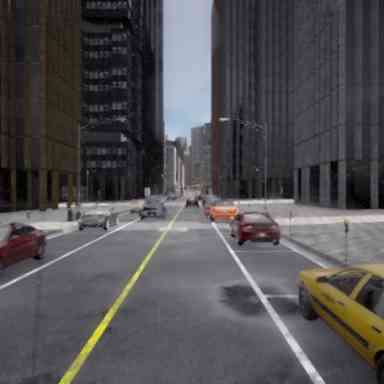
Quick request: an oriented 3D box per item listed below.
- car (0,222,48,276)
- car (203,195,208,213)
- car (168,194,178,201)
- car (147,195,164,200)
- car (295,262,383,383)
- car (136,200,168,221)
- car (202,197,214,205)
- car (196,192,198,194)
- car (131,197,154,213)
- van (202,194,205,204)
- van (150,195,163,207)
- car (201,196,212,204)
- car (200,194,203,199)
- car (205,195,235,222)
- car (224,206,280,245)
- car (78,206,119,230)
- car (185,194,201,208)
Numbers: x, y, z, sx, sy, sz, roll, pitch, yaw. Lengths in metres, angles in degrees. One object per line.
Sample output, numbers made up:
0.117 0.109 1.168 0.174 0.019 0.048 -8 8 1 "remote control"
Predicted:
-5.772 1.590 9.874 1.802 1.307 4.206 0 0 0 "car"
2.775 1.476 43.009 1.967 1.590 4.097 0 0 0 "car"
-5.744 1.416 92.162 2.192 1.841 5.009 0 0 0 "car"
-5.757 1.355 48.548 2.192 1.841 5.009 0 0 0 "car"
2.774 1.529 4.500 1.752 1.417 4.829 0 0 0 "car"
-3.087 1.587 27.683 1.994 1.385 4.181 0 0 0 "car"
2.776 1.602 59.584 2.008 1.369 4.403 0 0 0 "car"
2.781 1.416 92.151 2.192 1.841 5.009 0 0 0 "car"
-5.761 1.556 37.329 1.752 1.417 4.829 0 0 0 "car"
2.775 1.382 48.533 1.690 1.788 3.998 0 0 0 "van"
-5.755 1.387 54.073 1.690 1.788 3.998 0 0 0 "van"
2.776 1.603 65.110 1.887 1.381 4.507 0 0 0 "car"
2.775 1.361 54.059 2.192 1.841 5.009 0 0 0 "car"
2.397 1.374 26.343 2.097 1.767 4.553 0 0 0 "car"
2.774 1.557 15.381 1.887 1.381 4.507 0 0 0 "car"
-5.768 1.568 20.924 2.008 1.369 4.403 0 0 0 "car"
0.060 1.519 50.295 1.882 1.535 5.008 0 0 1 "car"
